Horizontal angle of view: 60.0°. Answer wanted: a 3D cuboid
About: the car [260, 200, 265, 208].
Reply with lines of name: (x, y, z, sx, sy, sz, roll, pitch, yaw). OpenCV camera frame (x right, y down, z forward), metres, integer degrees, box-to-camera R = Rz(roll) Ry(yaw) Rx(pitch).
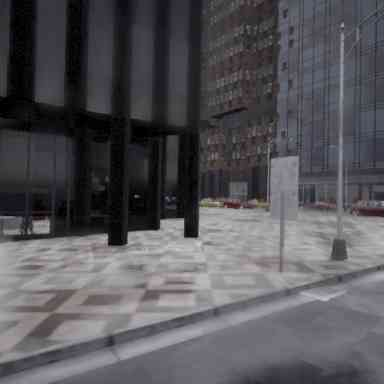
car: (9.270, 1.700, 49.960, 1.752, 1.417, 4.829, 2, -1, -36)

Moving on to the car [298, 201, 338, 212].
car: (15.753, 1.750, 40.896, 1.802, 1.307, 4.206, 2, -1, -36)

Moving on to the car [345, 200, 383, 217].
car: (15.191, 1.375, 27.043, 1.967, 1.590, 4.097, 2, -1, -37)

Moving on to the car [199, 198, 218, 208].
car: (2.534, 1.474, 44.729, 1.752, 1.417, 4.829, 2, -1, -36)

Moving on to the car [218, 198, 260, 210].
car: (5.628, 1.490, 40.404, 1.887, 1.381, 4.507, 2, -1, -36)

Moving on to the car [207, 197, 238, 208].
car: (4.650, 1.600, 51.674, 2.128, 1.511, 4.902, 2, -1, -36)

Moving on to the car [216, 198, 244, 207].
car: (6.176, 1.729, 54.283, 2.008, 1.369, 4.403, 2, -1, -36)

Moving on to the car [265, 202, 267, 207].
car: (12.561, 1.737, 45.359, 1.947, 1.339, 4.313, 2, -1, -36)
